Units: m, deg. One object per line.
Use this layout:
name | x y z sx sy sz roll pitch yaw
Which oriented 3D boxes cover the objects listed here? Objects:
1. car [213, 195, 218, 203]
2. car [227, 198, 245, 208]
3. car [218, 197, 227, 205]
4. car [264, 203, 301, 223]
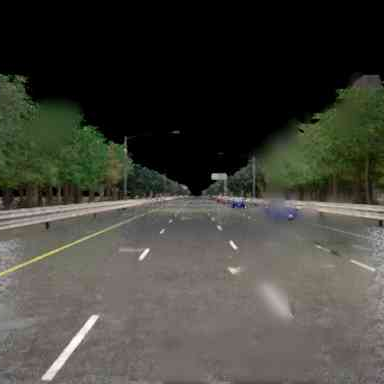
car | 7.457 2.133 89.155 1.882 1.535 5.008 0 -1 1
car | 7.167 1.808 52.883 1.882 1.535 5.008 0 -1 0
car | 7.311 2.027 73.177 1.812 1.442 4.674 0 -1 0
car | 7.044 1.582 26.218 1.882 1.535 5.008 0 -1 0
